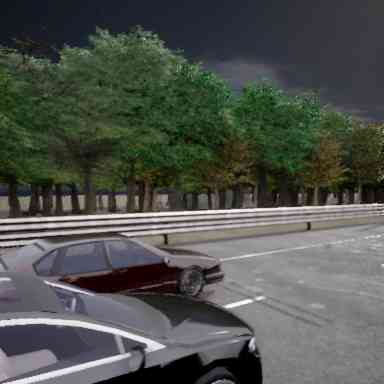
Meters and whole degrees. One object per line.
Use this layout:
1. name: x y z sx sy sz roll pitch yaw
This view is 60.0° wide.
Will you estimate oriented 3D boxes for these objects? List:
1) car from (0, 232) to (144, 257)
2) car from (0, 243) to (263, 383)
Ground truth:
1. car: -1.864 1.551 6.720 5.357 1.411 2.033 0 0 -36
2. car: -1.518 1.492 2.666 4.902 1.511 2.128 0 0 -36
